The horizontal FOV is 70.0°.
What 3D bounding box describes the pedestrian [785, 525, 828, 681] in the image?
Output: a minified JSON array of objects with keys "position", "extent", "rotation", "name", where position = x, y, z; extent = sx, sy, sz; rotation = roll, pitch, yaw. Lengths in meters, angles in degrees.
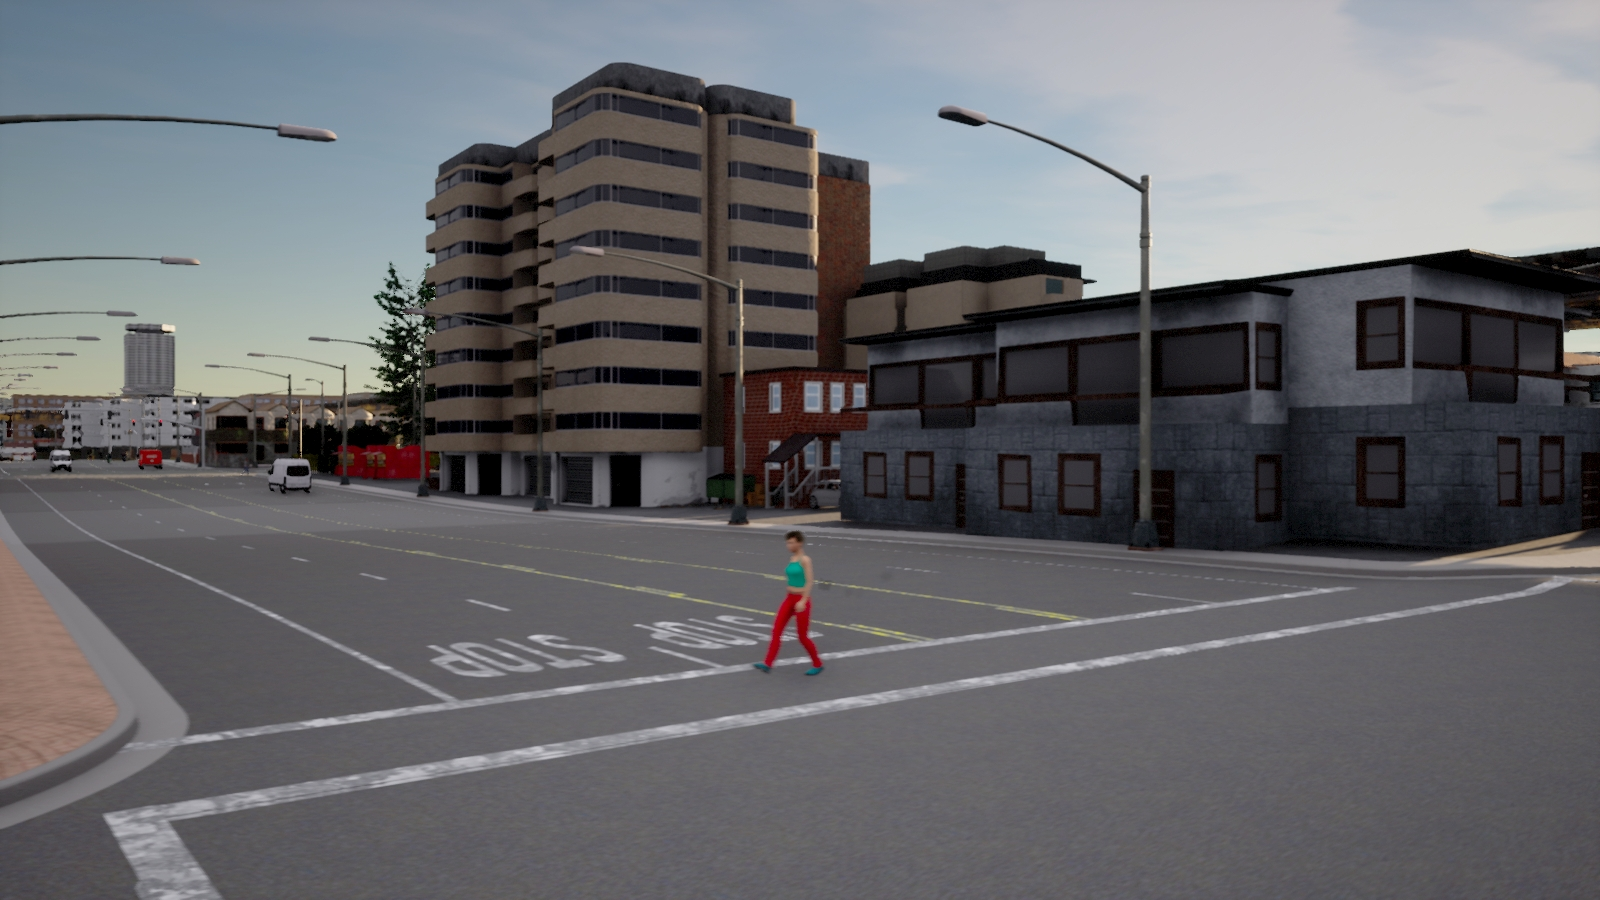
[{"position":[0.078,1.869,14.105],"extent":[0.375,1.860,0.375],"rotation":[0,0,-34],"name":"pedestrian"}]
